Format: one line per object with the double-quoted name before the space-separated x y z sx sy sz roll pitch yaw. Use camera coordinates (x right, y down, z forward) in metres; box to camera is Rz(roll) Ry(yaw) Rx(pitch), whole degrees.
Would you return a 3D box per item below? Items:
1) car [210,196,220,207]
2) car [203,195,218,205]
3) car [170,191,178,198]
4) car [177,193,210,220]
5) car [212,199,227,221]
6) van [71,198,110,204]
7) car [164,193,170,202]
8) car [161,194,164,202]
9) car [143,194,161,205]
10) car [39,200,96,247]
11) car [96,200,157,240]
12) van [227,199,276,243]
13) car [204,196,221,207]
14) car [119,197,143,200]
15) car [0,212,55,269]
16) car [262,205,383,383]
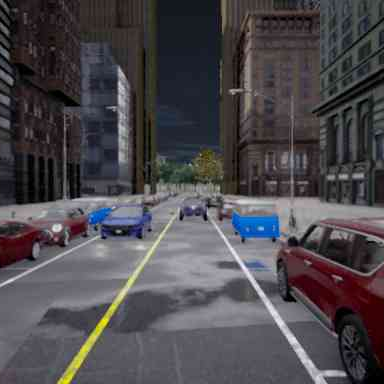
"car" 2.760 1.317 40.605 1.947 1.339 4.313 -1 0 0
"car" 2.761 1.230 51.010 2.008 1.369 4.403 -1 0 0
"car" -5.756 0.913 93.591 1.802 1.307 4.206 -1 1 0
"car" 0.102 1.189 26.836 2.097 1.767 4.553 0 0 0
"car" 2.757 1.431 24.998 1.802 1.307 4.206 -1 0 0
"van" -5.772 1.226 19.024 1.690 1.788 3.998 -1 0 0
"car" -5.762 1.154 61.243 2.008 1.369 4.403 -1 0 0
"car" -5.764 1.264 50.487 1.802 1.307 4.206 -1 0 0
"car" -5.765 1.264 45.110 1.887 1.381 4.507 -1 0 0
"car" -5.771 1.355 14.138 1.967 1.590 4.097 -1 0 0
"car" -3.081 1.378 16.511 1.882 1.535 5.008 0 1 0
"van" 2.790 1.249 15.333 1.690 1.788 3.998 -1 0 0
"car" 2.760 1.281 45.808 1.947 1.339 4.313 -1 0 0
"car" -5.769 1.264 28.975 1.967 1.590 4.097 -1 0 0
"car" -5.771 1.489 9.253 1.887 1.381 4.507 -1 0 0
"car" 2.776 1.284 5.158 2.192 1.841 5.009 -1 0 0
